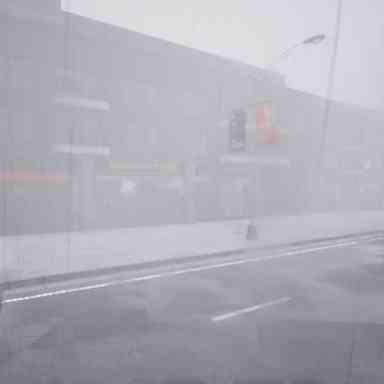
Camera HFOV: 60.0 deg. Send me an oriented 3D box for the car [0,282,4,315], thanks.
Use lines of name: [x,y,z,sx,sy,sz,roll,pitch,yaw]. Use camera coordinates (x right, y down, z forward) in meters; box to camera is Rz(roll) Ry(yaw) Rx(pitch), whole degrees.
car: [-5.105,1.507,4.034,4.892,1.490,1.837,0,0,-36]
